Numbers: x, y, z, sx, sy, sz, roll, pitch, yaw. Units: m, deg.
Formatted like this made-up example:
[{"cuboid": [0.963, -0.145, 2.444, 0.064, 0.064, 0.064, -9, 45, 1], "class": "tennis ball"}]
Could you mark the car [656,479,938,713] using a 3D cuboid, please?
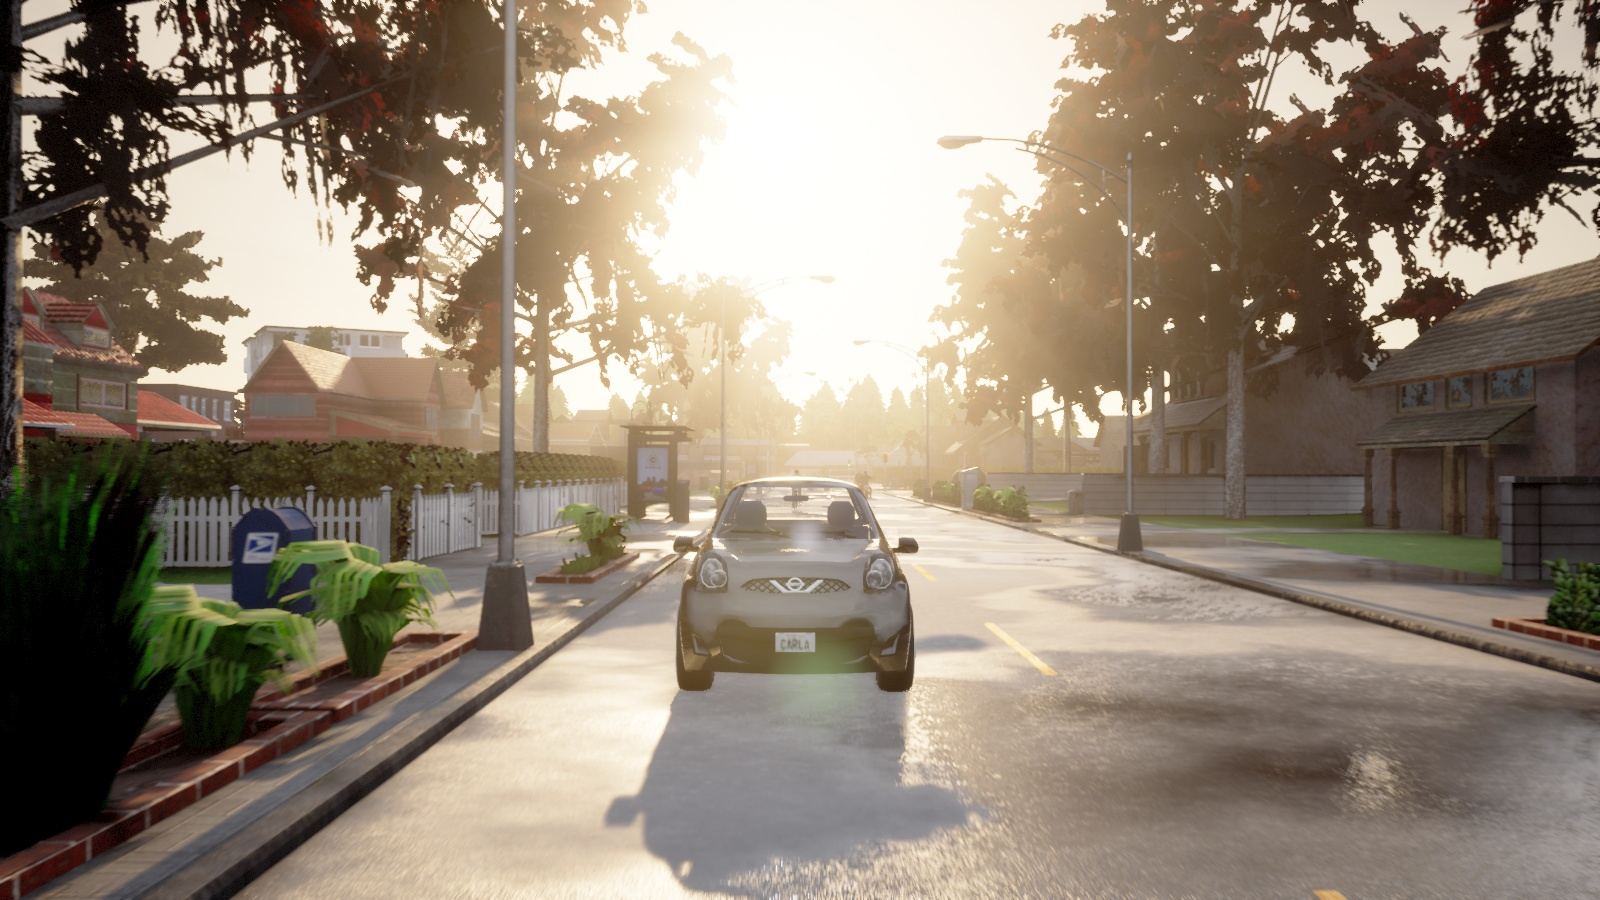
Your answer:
[{"cuboid": [-0.025, 0.997, 10.052, 1.845, 1.501, 3.633, 0, -1, 0], "class": "car"}]
